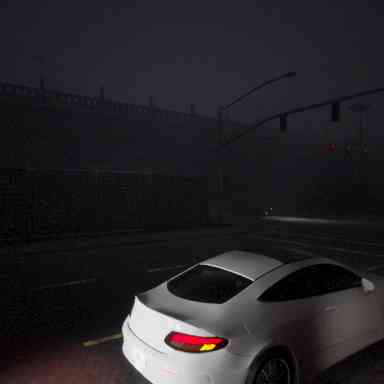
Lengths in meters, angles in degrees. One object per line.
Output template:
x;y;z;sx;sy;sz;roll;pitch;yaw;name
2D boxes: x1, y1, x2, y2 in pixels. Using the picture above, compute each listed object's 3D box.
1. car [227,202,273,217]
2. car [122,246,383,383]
5.608;1.659;32.507;1.895;1.301;4.718;0;0;-36;car
1.342;1.526;4.744;4.674;1.442;1.812;0;0;-35;car
